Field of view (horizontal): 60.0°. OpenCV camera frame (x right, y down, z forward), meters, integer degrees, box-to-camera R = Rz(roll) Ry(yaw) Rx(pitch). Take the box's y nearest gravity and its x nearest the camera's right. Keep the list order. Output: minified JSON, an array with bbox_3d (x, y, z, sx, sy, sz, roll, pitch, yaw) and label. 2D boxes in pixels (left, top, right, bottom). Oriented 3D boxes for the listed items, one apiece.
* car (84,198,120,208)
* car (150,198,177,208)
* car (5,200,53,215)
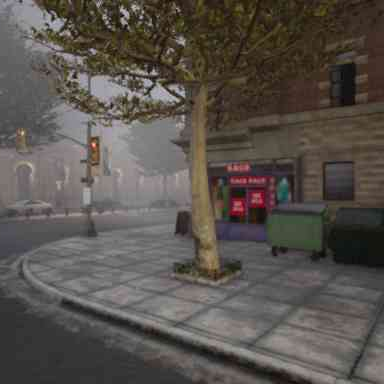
[{"bbox_3d":[-12.253,1.474,45.461,1.895,1.301,4.718,0,0,36],"label":"car"},{"bbox_3d":[-3.943,1.465,45.530,1.994,1.385,4.181,0,0,36],"label":"car"},{"bbox_3d":[-15.093,1.427,30.344,1.812,1.442,4.674,0,0,36],"label":"car"}]
